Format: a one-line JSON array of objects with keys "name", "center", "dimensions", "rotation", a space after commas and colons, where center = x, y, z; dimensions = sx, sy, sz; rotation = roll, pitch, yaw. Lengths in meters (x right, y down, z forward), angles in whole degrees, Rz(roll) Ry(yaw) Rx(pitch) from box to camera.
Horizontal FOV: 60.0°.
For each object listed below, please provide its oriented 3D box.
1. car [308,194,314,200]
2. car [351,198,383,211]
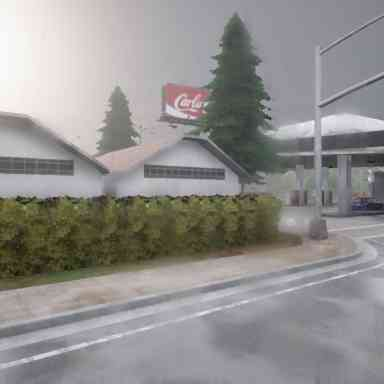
[{"name": "car", "center": [31.778, 1.330, 88.820], "dimensions": [2.152, 1.636, 5.027], "rotation": [0, 0, -36]}, {"name": "car", "center": [20.761, 1.480, 39.315], "dimensions": [4.611, 1.667, 2.242], "rotation": [0, 0, -36]}]
